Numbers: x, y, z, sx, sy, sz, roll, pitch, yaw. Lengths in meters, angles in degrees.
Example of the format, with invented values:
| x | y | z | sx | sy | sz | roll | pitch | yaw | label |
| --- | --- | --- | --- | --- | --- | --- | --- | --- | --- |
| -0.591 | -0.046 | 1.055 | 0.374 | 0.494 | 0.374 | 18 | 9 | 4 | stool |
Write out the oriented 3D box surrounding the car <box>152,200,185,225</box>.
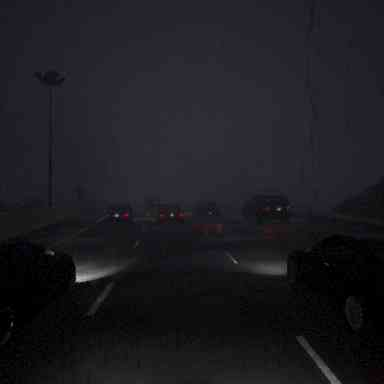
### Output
| x | y | z | sx | sy | sz | roll | pitch | yaw | label |
| --- | --- | --- | --- | --- | --- | --- | --- | --- | --- |
| -1.640 | 1.550 | 24.014 | 2.033 | 1.411 | 5.357 | 0 | 0 | -8 | car |

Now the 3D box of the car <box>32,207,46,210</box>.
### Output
| x | y | z | sx | sy | sz | roll | pitch | yaw | label |
| --- | --- | --- | --- | --- | --- | --- | --- | --- | --- |
| -19.319 | 1.381 | 40.921 | 2.097 | 1.767 | 4.553 | 0 | 0 | -14 | car |

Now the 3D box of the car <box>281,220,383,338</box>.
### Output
| x | y | z | sx | sy | sz | roll | pitch | yaw | label |
| --- | --- | --- | --- | --- | --- | --- | --- | --- | --- |
| 3.366 | 1.521 | 6.487 | 1.812 | 1.442 | 4.674 | 0 | 0 | -2 | car |

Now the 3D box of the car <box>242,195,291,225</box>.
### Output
| x | y | z | sx | sy | sz | roll | pitch | yaw | label |
| --- | --- | --- | --- | --- | --- | --- | --- | --- | --- |
| 5.341 | 1.214 | 24.455 | 2.150 | 2.045 | 5.566 | 0 | 0 | -7 | car |

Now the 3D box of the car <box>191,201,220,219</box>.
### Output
| x | y | z | sx | sy | sz | roll | pitch | yaw | label |
| --- | --- | --- | --- | --- | --- | --- | --- | --- | --- |
| 1.093 | 1.491 | 29.166 | 2.128 | 1.511 | 4.902 | 0 | 0 | -9 | car |

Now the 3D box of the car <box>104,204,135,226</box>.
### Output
| x | y | z | sx | sy | sz | roll | pitch | yaw | label |
| --- | --- | --- | --- | --- | --- | --- | --- | --- | --- |
| -5.145 | 1.556 | 23.764 | 2.033 | 1.411 | 5.357 | 0 | 0 | -8 | car |

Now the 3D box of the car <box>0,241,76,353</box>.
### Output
| x | y | z | sx | sy | sz | roll | pitch | yaw | label |
| --- | --- | --- | --- | --- | --- | --- | --- | --- | --- |
| -3.630 | 1.570 | 6.056 | 1.994 | 1.385 | 4.181 | 0 | 0 | -2 | car |

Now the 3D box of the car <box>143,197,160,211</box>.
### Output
| x | y | z | sx | sy | sz | roll | pitch | yaw | label |
| --- | --- | --- | --- | --- | --- | --- | --- | --- | --- |
| -4.887 | 1.359 | 41.471 | 2.097 | 1.767 | 4.553 | 0 | 0 | -12 | car |
